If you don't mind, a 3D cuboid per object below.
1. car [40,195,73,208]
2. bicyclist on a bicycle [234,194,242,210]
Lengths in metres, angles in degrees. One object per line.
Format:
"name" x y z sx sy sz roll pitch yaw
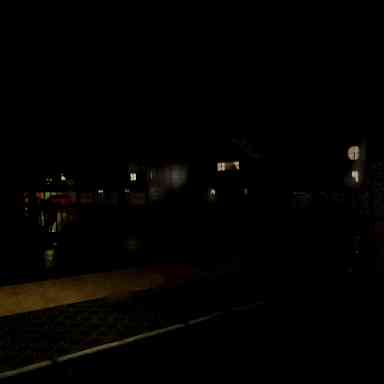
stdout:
"car" -18.090 1.138 44.284 4.553 1.767 2.097 0 3 27
"bicyclist on a bicycle" 4.619 1.007 33.429 0.582 1.620 1.656 0 3 38
